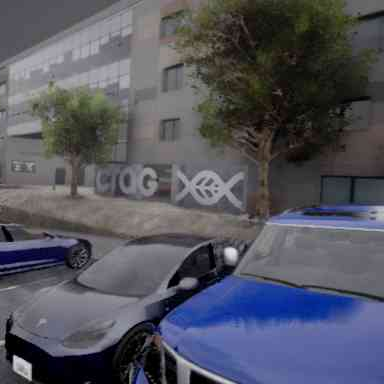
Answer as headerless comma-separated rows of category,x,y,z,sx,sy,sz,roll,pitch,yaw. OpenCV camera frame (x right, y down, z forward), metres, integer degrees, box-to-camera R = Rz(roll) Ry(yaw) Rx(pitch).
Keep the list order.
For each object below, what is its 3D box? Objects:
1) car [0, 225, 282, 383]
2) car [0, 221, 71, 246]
car,-0.453,1.507,5.569,2.163,1.488,4.792,0,0,35
car,-4.968,1.503,8.861,2.163,1.488,4.792,0,0,35
